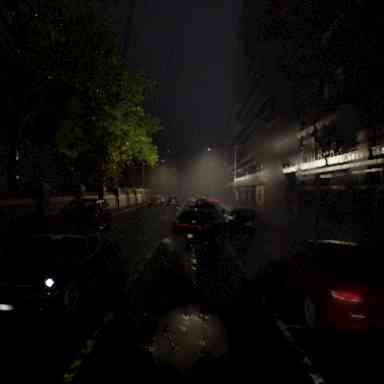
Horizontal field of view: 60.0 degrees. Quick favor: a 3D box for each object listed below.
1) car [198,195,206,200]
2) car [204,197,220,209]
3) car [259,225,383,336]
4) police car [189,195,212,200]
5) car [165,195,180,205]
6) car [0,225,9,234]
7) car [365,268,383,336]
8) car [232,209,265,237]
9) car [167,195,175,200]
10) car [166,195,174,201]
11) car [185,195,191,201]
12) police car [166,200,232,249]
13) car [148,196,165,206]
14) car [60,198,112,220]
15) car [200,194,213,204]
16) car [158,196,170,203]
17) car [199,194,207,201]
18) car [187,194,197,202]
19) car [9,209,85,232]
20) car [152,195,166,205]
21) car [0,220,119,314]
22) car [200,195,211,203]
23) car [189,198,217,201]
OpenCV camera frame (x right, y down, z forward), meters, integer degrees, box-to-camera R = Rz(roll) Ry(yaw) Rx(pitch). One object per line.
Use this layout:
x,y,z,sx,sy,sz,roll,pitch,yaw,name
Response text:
2.720,1.497,90.941,1.947,1.339,4.313,0,0,0,car
2.705,1.489,45.899,1.887,1.381,4.507,0,0,0,car
2.692,1.572,6.487,1.802,1.307,4.206,0,0,0,car
0.910,1.382,30.620,1.930,1.638,5.238,0,0,0,police car
-2.982,1.496,52.257,1.837,1.490,4.892,0,0,0,car
-5.689,1.572,6.489,1.802,1.307,4.206,0,0,0,car
2.690,1.524,1.026,1.752,1.417,4.829,0,0,0,car
2.695,1.539,17.749,1.947,1.339,4.313,0,0,0,car
-5.660,1.482,90.943,2.008,1.369,4.403,0,0,0,car
-5.663,1.456,85.143,1.752,1.417,4.829,0,0,0,car
0.018,1.490,49.172,2.033,1.411,5.357,0,0,0,car
0.448,1.403,14.807,1.930,1.638,5.238,0,0,12,police car
-5.674,1.381,51.532,1.967,1.590,4.097,0,0,0,car
-5.685,1.288,17.751,2.192,1.841,5.009,0,0,0,car
2.710,1.251,62.789,2.192,1.841,5.009,0,0,0,car
-5.668,1.484,68.422,2.008,1.369,4.403,0,0,0,car
2.717,1.370,85.311,1.967,1.590,4.097,0,0,0,car
0.025,1.270,70.129,1.882,1.535,5.008,0,0,0,car
-5.687,1.526,12.120,1.887,1.381,4.507,0,0,0,car
-5.672,1.378,57.161,1.967,1.590,4.097,0,0,0,car
-3.097,1.588,7.683,1.895,1.301,4.718,0,0,0,car
2.712,1.373,68.420,1.967,1.590,4.097,0,0,0,car
0.909,1.442,24.509,1.882,1.535,5.008,0,0,0,car
